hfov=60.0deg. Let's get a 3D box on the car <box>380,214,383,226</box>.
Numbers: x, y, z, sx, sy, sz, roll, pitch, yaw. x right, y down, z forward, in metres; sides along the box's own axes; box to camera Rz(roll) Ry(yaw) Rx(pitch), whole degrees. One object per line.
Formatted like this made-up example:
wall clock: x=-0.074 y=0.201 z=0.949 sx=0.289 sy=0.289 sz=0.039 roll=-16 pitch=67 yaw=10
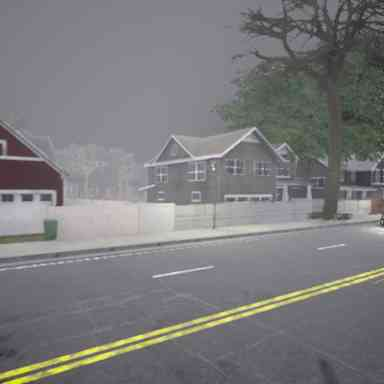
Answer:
car: x=14.121 y=1.562 z=21.735 sx=4.181 sy=1.385 sz=1.994 roll=0 pitch=0 yaw=-35
